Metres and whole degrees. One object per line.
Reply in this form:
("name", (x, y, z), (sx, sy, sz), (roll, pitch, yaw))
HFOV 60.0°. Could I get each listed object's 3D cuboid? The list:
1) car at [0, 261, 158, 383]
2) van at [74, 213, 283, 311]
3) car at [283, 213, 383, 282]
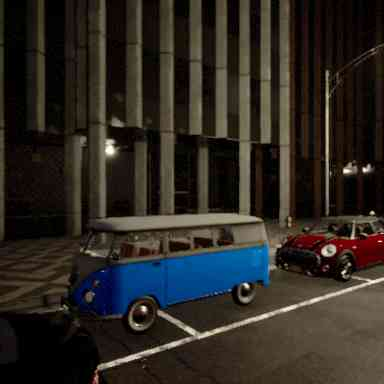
("car", (-2.787, 1.489, 1.388), (4.902, 1.511, 2.128), (0, 0, -35))
("van", (-0.284, 1.346, 6.450), (3.998, 1.788, 1.690), (0, 0, -35))
("car", (4.306, 1.454, 9.722), (4.097, 1.590, 1.967), (0, 0, -35))
